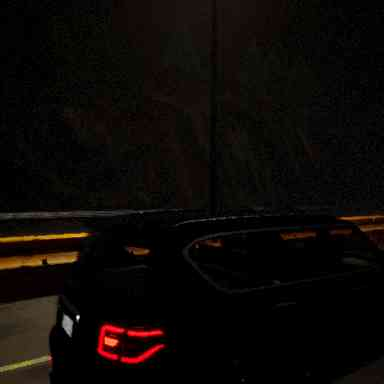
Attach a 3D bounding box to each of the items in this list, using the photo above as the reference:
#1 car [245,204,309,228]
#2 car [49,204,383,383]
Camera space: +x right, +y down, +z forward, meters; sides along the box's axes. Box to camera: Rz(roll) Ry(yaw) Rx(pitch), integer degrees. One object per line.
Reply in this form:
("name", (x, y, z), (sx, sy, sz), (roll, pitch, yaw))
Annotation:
("car", (6.510, 1.718, 25.168), (5.008, 1.535, 1.882), (1, -1, -34))
("car", (1.125, 1.261, 4.412), (5.566, 2.045, 2.150), (1, 0, -34))
